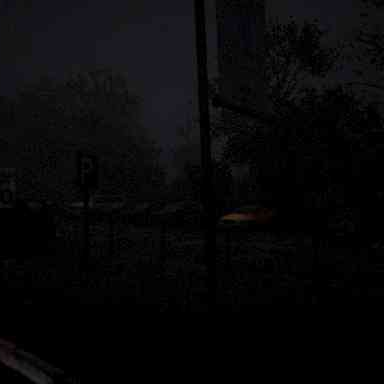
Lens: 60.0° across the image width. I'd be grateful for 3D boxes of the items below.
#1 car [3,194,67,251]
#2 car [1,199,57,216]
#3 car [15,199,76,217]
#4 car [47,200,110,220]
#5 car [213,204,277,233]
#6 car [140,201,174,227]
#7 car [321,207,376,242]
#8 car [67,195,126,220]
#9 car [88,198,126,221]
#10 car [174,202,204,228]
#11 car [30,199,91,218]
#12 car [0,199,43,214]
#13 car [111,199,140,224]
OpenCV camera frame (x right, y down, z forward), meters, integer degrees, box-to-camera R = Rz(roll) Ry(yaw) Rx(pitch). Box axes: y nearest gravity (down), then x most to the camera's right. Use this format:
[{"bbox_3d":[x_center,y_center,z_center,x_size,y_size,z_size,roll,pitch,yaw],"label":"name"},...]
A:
[{"bbox_3d":[-7.857,1.243,12.168,2.435,2.045,5.566,0,0,35],"label":"car"},{"bbox_3d":[-16.844,1.526,34.580,2.163,1.488,4.792,0,0,35],"label":"car"},{"bbox_3d":[-14.460,1.496,33.151,1.946,1.575,5.366,0,0,35],"label":"car"},{"bbox_3d":[-10.039,1.504,29.781,2.231,1.521,4.892,0,0,35],"label":"car"},{"bbox_3d":[3.438,1.489,19.998,1.946,1.575,5.366,0,0,35],"label":"car"},{"bbox_3d":[-0.978,1.497,23.367,2.231,1.521,4.892,0,0,35],"label":"car"},{"bbox_3d":[8.056,1.518,16.913,2.163,1.488,4.792,0,0,35],"label":"car"},{"bbox_3d":[-7.790,1.250,28.157,2.435,2.045,5.566,0,0,35],"label":"car"},{"bbox_3d":[-5.506,1.499,26.578,2.097,1.535,5.008,0,0,35],"label":"car"},{"bbox_3d":[1.299,1.523,21.779,2.163,1.488,4.792,0,0,35],"label":"car"},{"bbox_3d":[-12.305,1.502,31.389,2.097,1.535,5.008,0,0,35],"label":"car"},{"bbox_3d":[-19.081,1.514,36.238,2.163,1.488,4.792,0,0,35],"label":"car"},{"bbox_3d":[-3.242,1.497,24.972,2.097,1.535,5.008,0,0,35],"label":"car"}]
